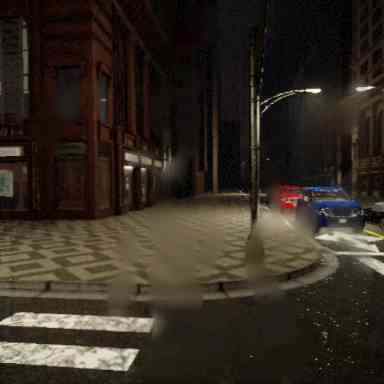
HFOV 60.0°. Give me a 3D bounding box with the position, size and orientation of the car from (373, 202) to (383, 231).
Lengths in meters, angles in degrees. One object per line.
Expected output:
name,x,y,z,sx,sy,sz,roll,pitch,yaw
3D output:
car,9.835,1.147,16.430,1.895,1.301,4.718,0,1,7

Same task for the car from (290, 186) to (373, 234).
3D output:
car,6.641,0.790,16.622,2.150,2.045,5.566,0,1,7

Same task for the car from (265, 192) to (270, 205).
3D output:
car,9.251,0.676,37.175,1.994,1.385,4.181,0,1,7

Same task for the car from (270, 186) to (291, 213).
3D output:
car,7.980,0.552,27.269,2.150,2.045,5.566,0,1,7
